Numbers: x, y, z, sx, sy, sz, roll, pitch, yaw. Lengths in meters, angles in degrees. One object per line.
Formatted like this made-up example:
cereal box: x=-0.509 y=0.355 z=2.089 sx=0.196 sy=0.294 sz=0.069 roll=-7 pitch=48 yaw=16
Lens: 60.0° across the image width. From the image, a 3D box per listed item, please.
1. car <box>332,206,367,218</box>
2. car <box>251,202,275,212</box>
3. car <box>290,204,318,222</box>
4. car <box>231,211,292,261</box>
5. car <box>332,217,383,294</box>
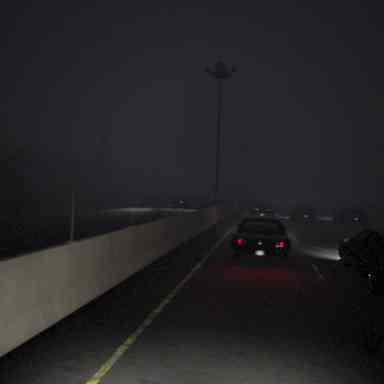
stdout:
car: x=13.007 y=1.880 z=27.639 sx=2.128 sy=1.511 sz=4.902 roll=2 pitch=0 yaw=12
car: x=6.169 y=1.645 z=29.120 sx=2.128 sy=1.511 sz=4.902 roll=2 pitch=0 yaw=12
car: x=9.794 y=1.802 z=29.366 sx=1.812 sy=1.442 sz=4.674 roll=2 pitch=0 yaw=12
car: x=2.661 y=1.666 z=12.797 sx=1.895 sy=1.301 sz=4.718 roll=2 pitch=0 yaw=12
car: x=5.397 y=1.713 z=8.941 sx=2.033 sy=1.411 sz=5.357 roll=2 pitch=0 yaw=13
